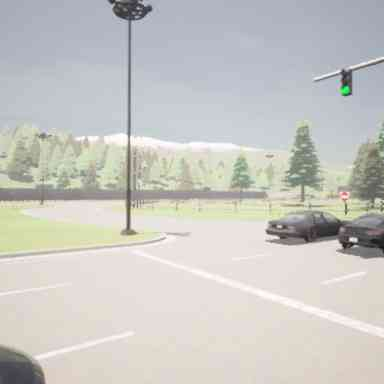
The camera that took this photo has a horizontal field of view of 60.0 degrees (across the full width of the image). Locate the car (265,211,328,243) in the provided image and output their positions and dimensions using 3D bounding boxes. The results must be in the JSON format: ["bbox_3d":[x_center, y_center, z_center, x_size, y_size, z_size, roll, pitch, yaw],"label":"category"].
[{"bbox_3d":[6.041,1.644,16.657,5.357,1.411,2.033,0,0,-36],"label":"car"}]

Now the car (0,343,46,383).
[{"bbox_3d":[-3.152,1.514,1.497,4.674,1.442,1.812,1,0,-36],"label":"car"}]

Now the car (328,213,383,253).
[{"bbox_3d":[7.851,1.621,13.649,4.674,1.442,1.812,1,0,-36],"label":"car"}]
